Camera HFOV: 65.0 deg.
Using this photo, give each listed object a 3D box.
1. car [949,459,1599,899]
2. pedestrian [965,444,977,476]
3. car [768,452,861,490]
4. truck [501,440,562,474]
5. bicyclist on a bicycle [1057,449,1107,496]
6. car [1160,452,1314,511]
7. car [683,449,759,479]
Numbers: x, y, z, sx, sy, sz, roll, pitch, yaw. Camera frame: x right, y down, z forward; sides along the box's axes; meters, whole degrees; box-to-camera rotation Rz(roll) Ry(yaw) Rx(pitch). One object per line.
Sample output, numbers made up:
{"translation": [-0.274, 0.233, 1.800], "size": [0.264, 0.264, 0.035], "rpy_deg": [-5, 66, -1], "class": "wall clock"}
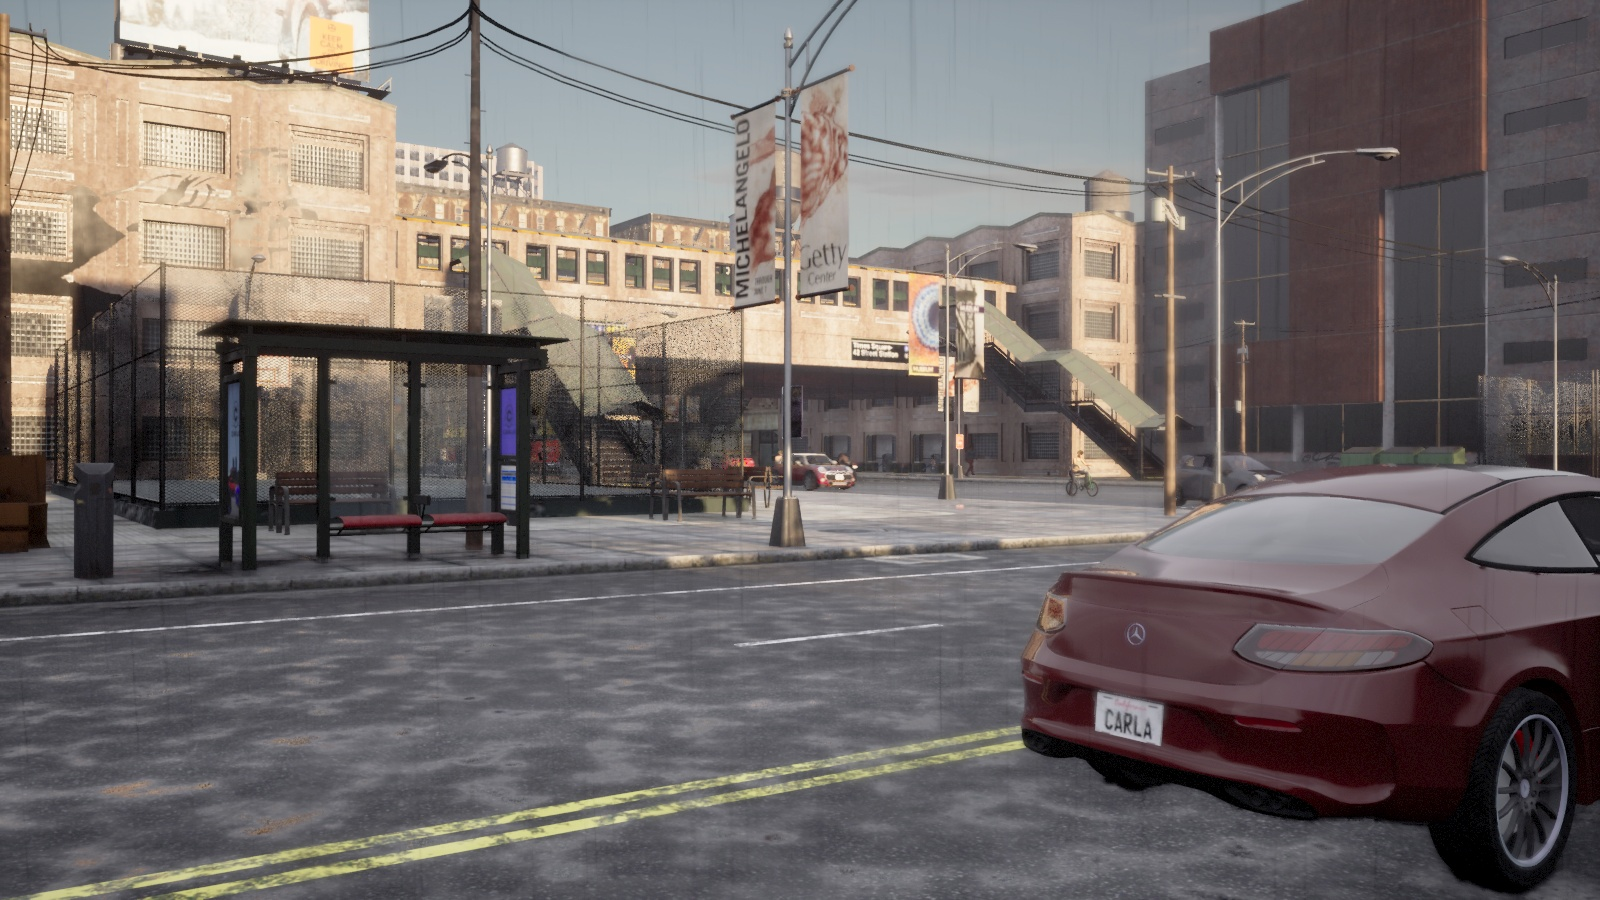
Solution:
{"translation": [3.046, 0.778, 5.767], "size": [4.674, 1.442, 1.812], "rpy_deg": [0, 0, -35], "class": "car"}
{"translation": [9.791, 0.556, 71.846], "size": [0.353, 1.847, 0.614], "rpy_deg": [0, 0, -32], "class": "pedestrian"}
{"translation": [0.547, 0.834, 50.985], "size": [1.970, 1.475, 3.806], "rpy_deg": [0, 0, -34], "class": "car"}
{"translation": [-20.047, 0.530, 93.677], "size": [2.627, 2.467, 5.204], "rpy_deg": [0, 0, -34], "class": "truck"}
{"translation": [9.808, 0.767, 43.643], "size": [0.866, 1.612, 1.509], "rpy_deg": [0, 0, -35], "class": "bicyclist on a bicycle"}
{"translation": [11.806, 0.817, 34.129], "size": [1.845, 1.501, 3.633], "rpy_deg": [0, 0, -29], "class": "car"}
{"translation": [-4.515, 0.772, 70.887], "size": [2.242, 1.667, 4.611], "rpy_deg": [0, 0, -34], "class": "car"}
